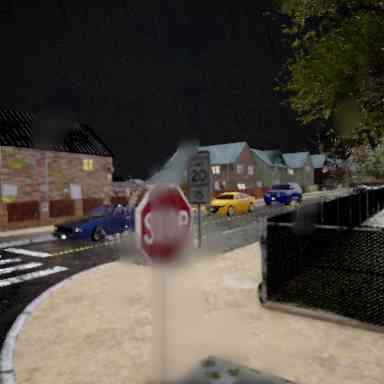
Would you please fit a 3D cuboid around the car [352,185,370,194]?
[{"bbox_3d":[25.257,-0.379,49.752,1.994,1.385,4.181,-1,1,36],"label":"car"}]

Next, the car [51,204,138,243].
[{"bbox_3d":[-3.454,1.248,14.983,2.033,1.411,5.357,-1,1,35],"label":"car"}]

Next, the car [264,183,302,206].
[{"bbox_3d":[8.889,0.166,32.126,2.150,2.045,5.566,-1,1,36],"label":"car"}]

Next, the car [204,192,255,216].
[{"bbox_3d":[2.745,0.794,23.620,1.882,1.535,5.008,-1,1,36],"label":"car"}]
